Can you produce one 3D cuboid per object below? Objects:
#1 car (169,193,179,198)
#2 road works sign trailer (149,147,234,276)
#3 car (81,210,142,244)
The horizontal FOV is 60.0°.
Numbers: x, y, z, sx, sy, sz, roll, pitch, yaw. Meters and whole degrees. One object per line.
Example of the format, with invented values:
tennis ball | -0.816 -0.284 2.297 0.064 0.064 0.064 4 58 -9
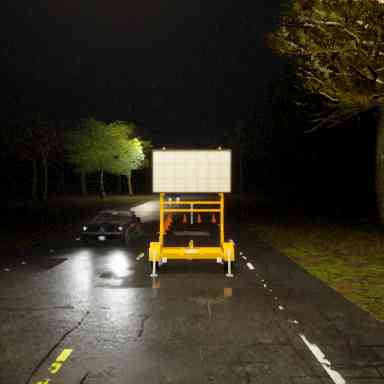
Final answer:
car | -3.545 0.359 65.708 1.837 1.490 4.892 0 2 0
road works sign trailer | -0.006 0.433 10.176 2.380 3.560 2.880 0 0 0
car | -3.610 1.530 15.581 1.895 1.301 4.718 0 1 0
